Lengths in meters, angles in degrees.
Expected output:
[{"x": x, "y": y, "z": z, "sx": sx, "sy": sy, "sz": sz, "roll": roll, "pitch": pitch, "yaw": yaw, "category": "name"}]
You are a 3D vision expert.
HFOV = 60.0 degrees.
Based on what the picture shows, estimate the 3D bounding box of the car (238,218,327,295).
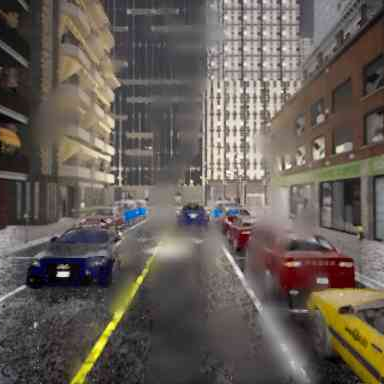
[{"x": 2.564, "y": 1.632, "z": 8.776, "sx": 1.887, "sy": 1.381, "sz": 4.507, "roll": 0, "pitch": -1, "yaw": 0, "category": "car"}]

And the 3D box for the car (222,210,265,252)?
[{"x": 2.561, "y": 1.690, "z": 14.466, "sx": 1.887, "sy": 1.381, "sz": 4.507, "roll": 0, "pitch": -1, "yaw": 0, "category": "car"}]

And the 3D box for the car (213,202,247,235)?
[{"x": 2.559, "y": 1.645, "z": 20.156, "sx": 1.967, "sy": 1.590, "sz": 4.097, "roll": 0, "pitch": -1, "yaw": 0, "category": "car"}]

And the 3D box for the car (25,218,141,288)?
[{"x": -2.854, "y": 1.657, "z": 9.362, "sx": 1.994, "sy": 1.385, "sz": 4.181, "roll": 0, "pitch": -1, "yaw": 0, "category": "car"}]

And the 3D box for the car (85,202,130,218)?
[{"x": -5.322, "y": 1.645, "z": 20.147, "sx": 1.967, "sy": 1.590, "sz": 4.097, "roll": 0, "pitch": -1, "yaw": 0, "category": "car"}]

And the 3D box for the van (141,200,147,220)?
[{"x": -5.327, "y": 1.669, "z": 31.527, "sx": 1.690, "sy": 1.788, "sz": 3.998, "roll": 0, "pitch": -1, "yaw": 0, "category": "van"}]

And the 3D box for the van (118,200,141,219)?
[{"x": -5.324, "y": 1.607, "z": 25.838, "sx": 1.690, "sy": 1.788, "sz": 3.998, "roll": 0, "pitch": -1, "yaw": 0, "category": "van"}]

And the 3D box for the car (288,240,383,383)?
[{"x": 2.567, "y": 1.558, "z": 3.259, "sx": 1.752, "sy": 1.417, "sz": 4.829, "roll": 0, "pitch": -1, "yaw": 0, "category": "car"}]

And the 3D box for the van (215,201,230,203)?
[{"x": 2.556, "y": 1.607, "z": 25.847, "sx": 1.690, "sy": 1.788, "sz": 3.998, "roll": 0, "pitch": -1, "yaw": 0, "category": "van"}]

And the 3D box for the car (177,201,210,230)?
[{"x": 0.087, "y": 1.588, "z": 23.014, "sx": 2.097, "sy": 1.767, "sz": 4.553, "roll": 0, "pitch": -1, "yaw": 0, "category": "car"}]

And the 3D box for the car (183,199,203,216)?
[{"x": 0.102, "y": 1.752, "z": 38.007, "sx": 2.097, "sy": 1.767, "sz": 4.553, "roll": 0, "pitch": -1, "yaw": 0, "category": "car"}]
